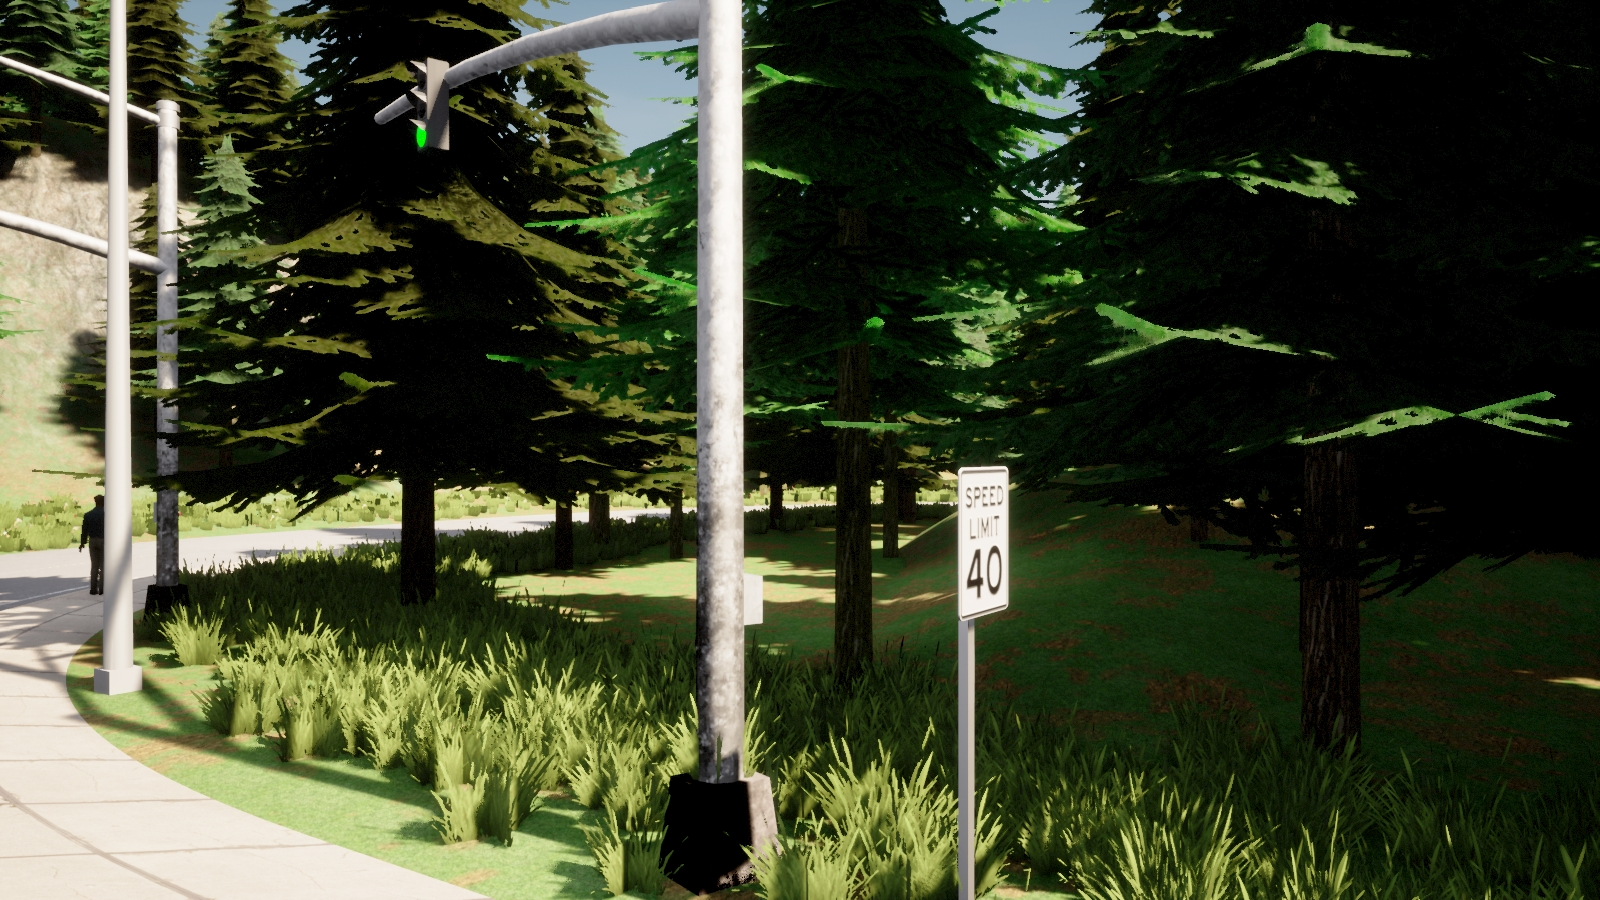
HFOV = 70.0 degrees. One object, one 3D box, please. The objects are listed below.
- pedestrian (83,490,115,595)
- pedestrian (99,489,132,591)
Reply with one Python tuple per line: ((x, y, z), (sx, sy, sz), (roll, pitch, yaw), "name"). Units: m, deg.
((-12.658, 1.668, 20.636), (0.375, 1.860, 0.375), (0, 0, -7), "pedestrian")
((-12.725, 1.668, 21.234), (0.375, 1.860, 0.375), (0, 0, 13), "pedestrian")
